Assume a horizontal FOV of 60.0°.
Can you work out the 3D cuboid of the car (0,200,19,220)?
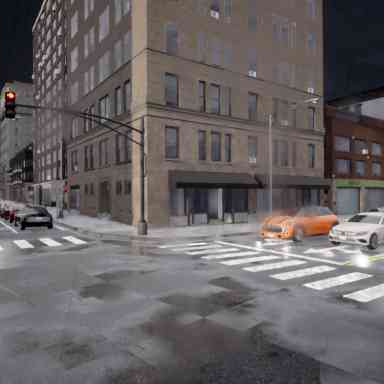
[{"bbox_3d":[-13.123,1.546,25.401,1.887,1.381,4.507,1,0,-35],"label":"car"}]

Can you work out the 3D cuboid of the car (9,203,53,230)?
[{"bbox_3d":[-9.973,1.567,20.855,1.947,1.339,4.313,1,0,-35],"label":"car"}]

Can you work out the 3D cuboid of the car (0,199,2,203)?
[{"bbox_3d":[-16.274,1.552,29.946,2.008,1.369,4.403,1,0,-35],"label":"car"}]

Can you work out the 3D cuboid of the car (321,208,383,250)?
[{"bbox_3d":[8.179,1.650,15.077,4.674,1.442,1.812,0,-1,-34],"label":"car"}]

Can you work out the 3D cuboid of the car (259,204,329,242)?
[{"bbox_3d":[5.607,1.504,17.260,4.553,1.767,2.097,0,-1,-35],"label":"car"}]
